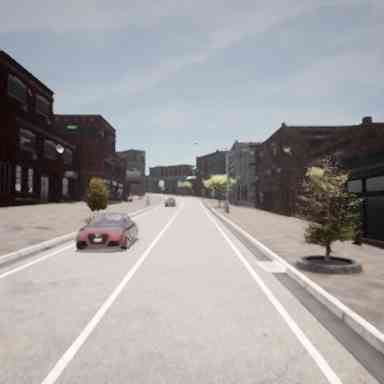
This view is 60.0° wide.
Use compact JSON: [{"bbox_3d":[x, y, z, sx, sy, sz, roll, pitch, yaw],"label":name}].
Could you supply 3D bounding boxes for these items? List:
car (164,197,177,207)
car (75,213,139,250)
[{"bbox_3d":[-3.560,1.696,55.415,1.837,1.490,4.892,0,0,0],"label":"car"},{"bbox_3d":[-3.554,1.628,14.547,1.994,1.385,4.181,0,0,0],"label":"car"}]
